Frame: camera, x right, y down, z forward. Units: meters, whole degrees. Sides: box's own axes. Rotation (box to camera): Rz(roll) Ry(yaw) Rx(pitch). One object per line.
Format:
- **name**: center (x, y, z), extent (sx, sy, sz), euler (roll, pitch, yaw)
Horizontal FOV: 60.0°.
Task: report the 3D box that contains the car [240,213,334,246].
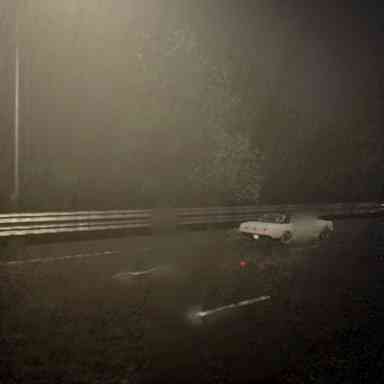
- **car**: center (4.568, 1.644, 15.587), extent (4.718, 1.301, 1.895), euler (0, 0, -35)
